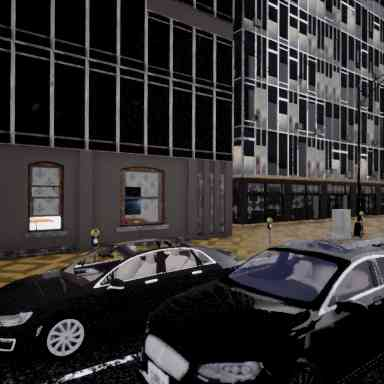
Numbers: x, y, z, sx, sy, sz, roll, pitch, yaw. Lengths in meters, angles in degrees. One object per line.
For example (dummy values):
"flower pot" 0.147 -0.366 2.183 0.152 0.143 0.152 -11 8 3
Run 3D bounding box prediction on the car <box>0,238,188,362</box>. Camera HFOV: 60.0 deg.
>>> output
"car" -1.045 1.551 5.806 4.403 1.369 2.008 0 0 -35

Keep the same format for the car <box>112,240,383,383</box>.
"car" 1.672 1.491 4.571 4.902 1.511 2.128 0 0 -35
